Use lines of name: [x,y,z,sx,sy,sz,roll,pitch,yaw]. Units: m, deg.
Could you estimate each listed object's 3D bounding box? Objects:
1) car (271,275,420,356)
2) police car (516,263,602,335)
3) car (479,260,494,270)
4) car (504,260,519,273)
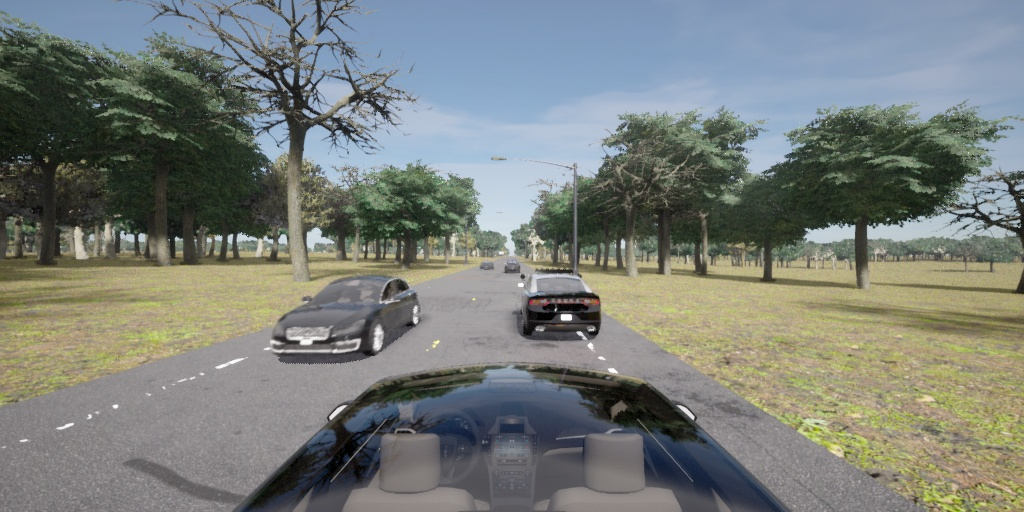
car: [-3.602,1.256,8.708,1.837,1.490,4.892,0,0,0]
police car: [1.221,1.177,10.636,1.930,1.638,5.238,0,0,0]
car: [-3.621,1.338,52.170,1.994,1.385,4.181,0,0,0]
car: [0.063,1.263,43.657,2.128,1.511,4.902,0,0,0]
